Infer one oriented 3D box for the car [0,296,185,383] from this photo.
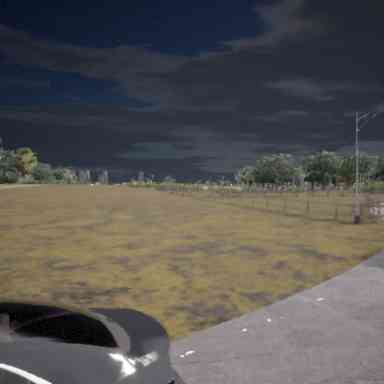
[{"bbox_3d":[-2.285,1.524,1.620,4.892,1.490,1.837,-1,0,-36],"label":"car"}]
